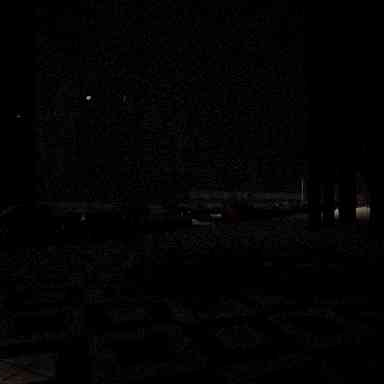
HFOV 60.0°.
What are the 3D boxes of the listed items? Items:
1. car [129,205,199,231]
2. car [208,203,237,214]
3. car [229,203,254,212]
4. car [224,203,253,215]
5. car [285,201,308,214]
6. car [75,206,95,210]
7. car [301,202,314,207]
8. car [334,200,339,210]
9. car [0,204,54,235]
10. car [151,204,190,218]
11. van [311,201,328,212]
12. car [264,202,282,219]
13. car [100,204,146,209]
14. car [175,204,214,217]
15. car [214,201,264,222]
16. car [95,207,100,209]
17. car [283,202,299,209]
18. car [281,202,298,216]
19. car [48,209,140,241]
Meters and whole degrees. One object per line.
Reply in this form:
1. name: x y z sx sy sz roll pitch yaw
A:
1. car: -1.816 1.849 22.918 1.752 1.417 4.829 -1 -2 36
2. car: 4.265 2.250 46.111 2.008 1.369 4.403 -1 -2 36
3. car: 7.543 2.345 50.704 2.008 1.369 4.403 -1 -2 36
4. car: 6.217 2.252 44.164 1.994 1.385 4.181 0 -1 37
5. car: 14.479 2.329 45.747 1.887 1.381 4.507 -1 -2 36
6. car: -8.848 1.882 27.738 2.008 1.369 4.403 -1 -2 36
7. car: 27.216 2.930 78.265 1.802 1.307 4.206 -1 -2 36
8. car: 24.316 2.616 59.529 2.008 1.369 4.403 -1 -2 36
9. car: -10.641 1.575 20.621 2.097 1.767 4.553 0 -1 35
10. car: -2.292 2.056 36.925 1.887 1.381 4.507 -1 -2 36
11. van: 21.036 2.314 54.940 1.690 1.788 3.998 -1 -2 36
12. car: 7.921 2.139 36.560 1.887 1.381 4.507 -1 -2 36
13. car: -4.029 1.679 24.466 2.097 1.767 4.553 0 -1 36
14. car: 0.355 2.047 36.014 1.812 1.442 4.674 0 -1 35
15. car: 4.641 1.816 31.973 2.192 1.841 5.009 -1 -2 36
16. car: -5.434 1.888 27.920 1.812 1.442 4.674 0 -1 36
17. car: 20.658 2.712 69.078 1.887 1.381 4.507 -1 -2 36
18. car: 11.204 2.271 41.158 1.802 1.307 4.206 -1 -2 36
19. car: -5.193 1.800 18.186 1.947 1.339 4.313 -1 -2 36
